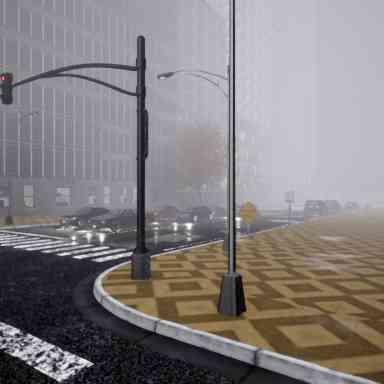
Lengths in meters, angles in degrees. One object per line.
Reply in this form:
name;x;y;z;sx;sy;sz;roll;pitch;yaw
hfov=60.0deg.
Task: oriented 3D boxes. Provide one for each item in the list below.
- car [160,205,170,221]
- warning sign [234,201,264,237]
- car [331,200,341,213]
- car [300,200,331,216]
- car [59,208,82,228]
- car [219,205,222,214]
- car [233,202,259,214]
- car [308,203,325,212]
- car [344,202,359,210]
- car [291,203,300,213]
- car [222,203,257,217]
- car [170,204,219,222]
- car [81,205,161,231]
car;-2.774;2.007;32.796;1.812;1.442;4.674;0;-1;33
warning sign;3.157;1.454;18.537;1.300;1.860;1.060;1;1;33
car;22.431;2.266;53.493;2.150;2.045;5.566;0;-1;33
car;16.603;2.076;44.465;2.150;2.045;5.566;0;-1;33
car;-7.702;1.844;25.151;1.812;1.442;4.674;0;-1;31
car;2.619;2.223;41.145;1.994;1.385;4.181;0;-1;32
car;8.085;2.315;49.527;1.882;1.535;5.008;0;-1;33
car;22.000;2.641;58.825;1.812;1.442;4.674;0;-1;33
car;31.527;2.661;65.670;2.097;1.767;4.553;0;-1;33
car;16.400;2.459;50.147;1.812;1.442;4.674;0;-1;33
car;5.807;2.203;40.078;1.812;1.442;4.674;0;-1;33
car;0.369;2.003;31.671;1.837;1.490;4.892;0;-1;33
car;-4.834;1.874;23.614;2.033;1.411;5.357;0;-1;33
